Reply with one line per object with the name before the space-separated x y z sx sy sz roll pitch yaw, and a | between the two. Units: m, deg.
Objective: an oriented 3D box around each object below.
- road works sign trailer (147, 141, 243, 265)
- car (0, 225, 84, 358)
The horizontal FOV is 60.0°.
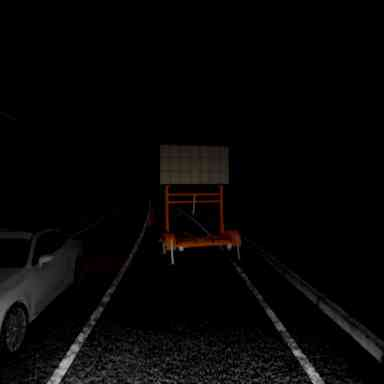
road works sign trailer | 0.042 0.189 10.790 2.380 3.560 2.880 -1 1 -16
car | -3.267 1.379 5.867 1.812 1.442 4.674 0 2 -3
